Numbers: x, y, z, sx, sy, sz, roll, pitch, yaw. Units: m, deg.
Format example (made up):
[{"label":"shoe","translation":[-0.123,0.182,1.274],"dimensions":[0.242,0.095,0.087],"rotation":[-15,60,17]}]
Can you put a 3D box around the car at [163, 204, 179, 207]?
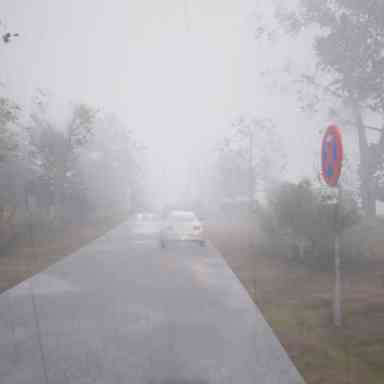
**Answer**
[{"label":"car","translation":[-1.944,1.847,32.852],"dimensions":[1.994,1.385,4.181],"rotation":[0,-1,-6]}]

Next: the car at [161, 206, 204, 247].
[{"label":"car","translation":[-0.479,1.610,15.478],"dimensions":[1.812,1.442,4.674],"rotation":[0,0,-3]}]

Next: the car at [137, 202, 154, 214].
[{"label":"car","translation":[-5.757,1.992,41.504],"dimensions":[1.994,1.385,4.181],"rotation":[0,-1,-6]}]
